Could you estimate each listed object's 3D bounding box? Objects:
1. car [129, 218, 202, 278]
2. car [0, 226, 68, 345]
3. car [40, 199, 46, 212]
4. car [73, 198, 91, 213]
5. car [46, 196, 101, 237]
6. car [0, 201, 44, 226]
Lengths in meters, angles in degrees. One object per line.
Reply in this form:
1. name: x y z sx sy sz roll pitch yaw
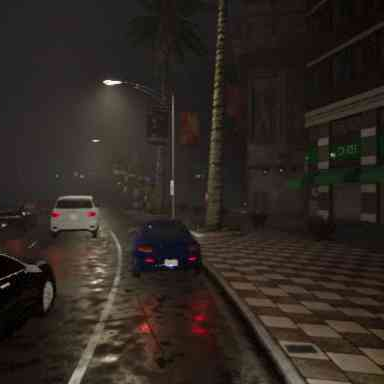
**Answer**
1. car: -0.917 1.526 10.192 1.812 1.442 4.674 0 0 -11
2. car: -3.436 1.505 4.503 1.837 1.490 4.892 0 0 -3
3. car: -15.010 1.479 34.520 1.882 1.535 5.008 0 0 -18
4. car: -12.792 1.480 38.754 1.882 1.535 5.008 0 0 -18
5. car: -6.162 1.223 17.862 2.150 2.045 5.566 0 0 -16
6. car: -10.237 1.493 19.295 2.128 1.511 4.902 0 0 -17
